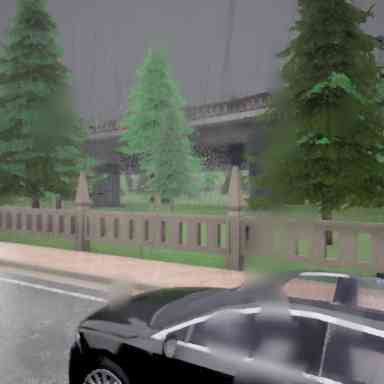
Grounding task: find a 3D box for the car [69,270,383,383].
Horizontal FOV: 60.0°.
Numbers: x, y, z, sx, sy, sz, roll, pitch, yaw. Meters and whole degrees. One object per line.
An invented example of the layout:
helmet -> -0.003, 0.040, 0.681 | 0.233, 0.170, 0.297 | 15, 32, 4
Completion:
car -> 0.961, 1.491, 2.876 | 4.902, 1.511, 2.128 | 0, 0, 34
